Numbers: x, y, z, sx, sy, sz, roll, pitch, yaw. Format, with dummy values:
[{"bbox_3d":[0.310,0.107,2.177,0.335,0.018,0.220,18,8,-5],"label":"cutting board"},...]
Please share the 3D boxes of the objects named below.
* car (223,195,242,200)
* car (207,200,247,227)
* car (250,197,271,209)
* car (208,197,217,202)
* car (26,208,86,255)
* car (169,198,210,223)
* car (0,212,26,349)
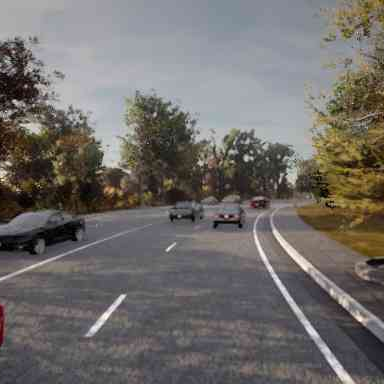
[{"bbox_3d":[6.503,1.283,54.253,2.097,1.767,4.553,-2,-1,27],"label":"car"},{"bbox_3d":[2.535,1.476,21.985,2.033,1.411,5.357,-1,0,12],"label":"car"},{"bbox_3d":[8.559,1.305,41.544,1.882,1.535,5.008,-1,0,22],"label":"car"},{"bbox_3d":[2.839,1.586,54.708,1.994,1.385,4.181,-2,-1,27],"label":"car"},{"bbox_3d":[-6.094,1.465,13.466,1.882,1.535,5.008,0,0,7],"label":"car"},{"bbox_3d":[-0.312,1.446,25.029,2.128,1.511,4.902,-1,0,13],"label":"car"},{"bbox_3d":[-3.297,1.210,1.509,2.150,2.045,5.566,0,0,1],"label":"car"}]
